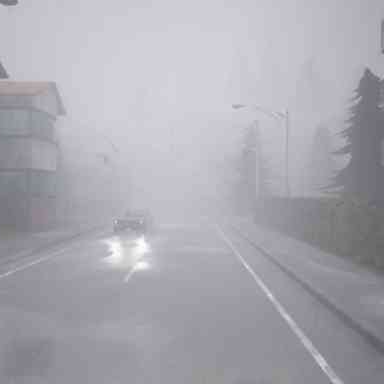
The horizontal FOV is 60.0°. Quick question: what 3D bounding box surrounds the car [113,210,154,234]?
[{"bbox_3d":[-3.543,1.792,20.786,1.895,1.301,4.718,0,-1,1],"label":"car"}]
